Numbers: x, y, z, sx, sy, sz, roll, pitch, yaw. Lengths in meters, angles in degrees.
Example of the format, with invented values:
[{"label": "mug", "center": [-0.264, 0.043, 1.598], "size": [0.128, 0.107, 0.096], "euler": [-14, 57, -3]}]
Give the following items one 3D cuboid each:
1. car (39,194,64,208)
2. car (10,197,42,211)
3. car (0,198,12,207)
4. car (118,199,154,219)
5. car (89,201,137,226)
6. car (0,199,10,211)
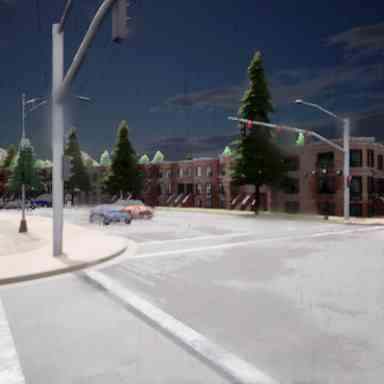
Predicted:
[{"label": "car", "center": [-22.541, 1.396, 51.469], "size": [5.566, 2.045, 2.150], "euler": [0, 0, 22]}, {"label": "car", "center": [-22.323, 1.716, 43.629], "size": [4.181, 1.385, 1.994], "euler": [0, 0, 26]}, {"label": "car", "center": [-32.545, 1.741, 54.418], "size": [5.357, 1.411, 2.033], "euler": [0, 0, 8]}, {"label": "car", "center": [-5.149, 1.443, 28.873], "size": [2.097, 1.767, 4.553], "euler": [0, 0, -38]}, {"label": "car", "center": [-6.051, 1.604, 24.286], "size": [1.812, 1.442, 4.674], "euler": [0, 0, -36]}, {"label": "car", "center": [-25.794, 1.696, 41.438], "size": [5.357, 1.411, 2.033], "euler": [0, 0, 23]}]
